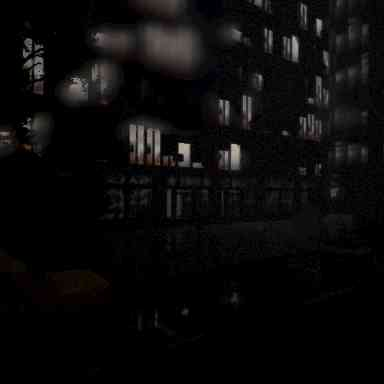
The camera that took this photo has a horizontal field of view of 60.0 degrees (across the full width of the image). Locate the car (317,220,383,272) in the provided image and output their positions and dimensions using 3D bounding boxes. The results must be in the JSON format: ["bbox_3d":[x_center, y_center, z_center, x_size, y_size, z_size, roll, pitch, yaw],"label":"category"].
[{"bbox_3d":[5.819,1.582,10.702,4.206,1.307,1.802,0,1,-35],"label":"car"}]

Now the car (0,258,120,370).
[{"bbox_3d":[-3.372,1.523,4.145,4.829,1.417,1.752,0,1,-35],"label":"car"}]
